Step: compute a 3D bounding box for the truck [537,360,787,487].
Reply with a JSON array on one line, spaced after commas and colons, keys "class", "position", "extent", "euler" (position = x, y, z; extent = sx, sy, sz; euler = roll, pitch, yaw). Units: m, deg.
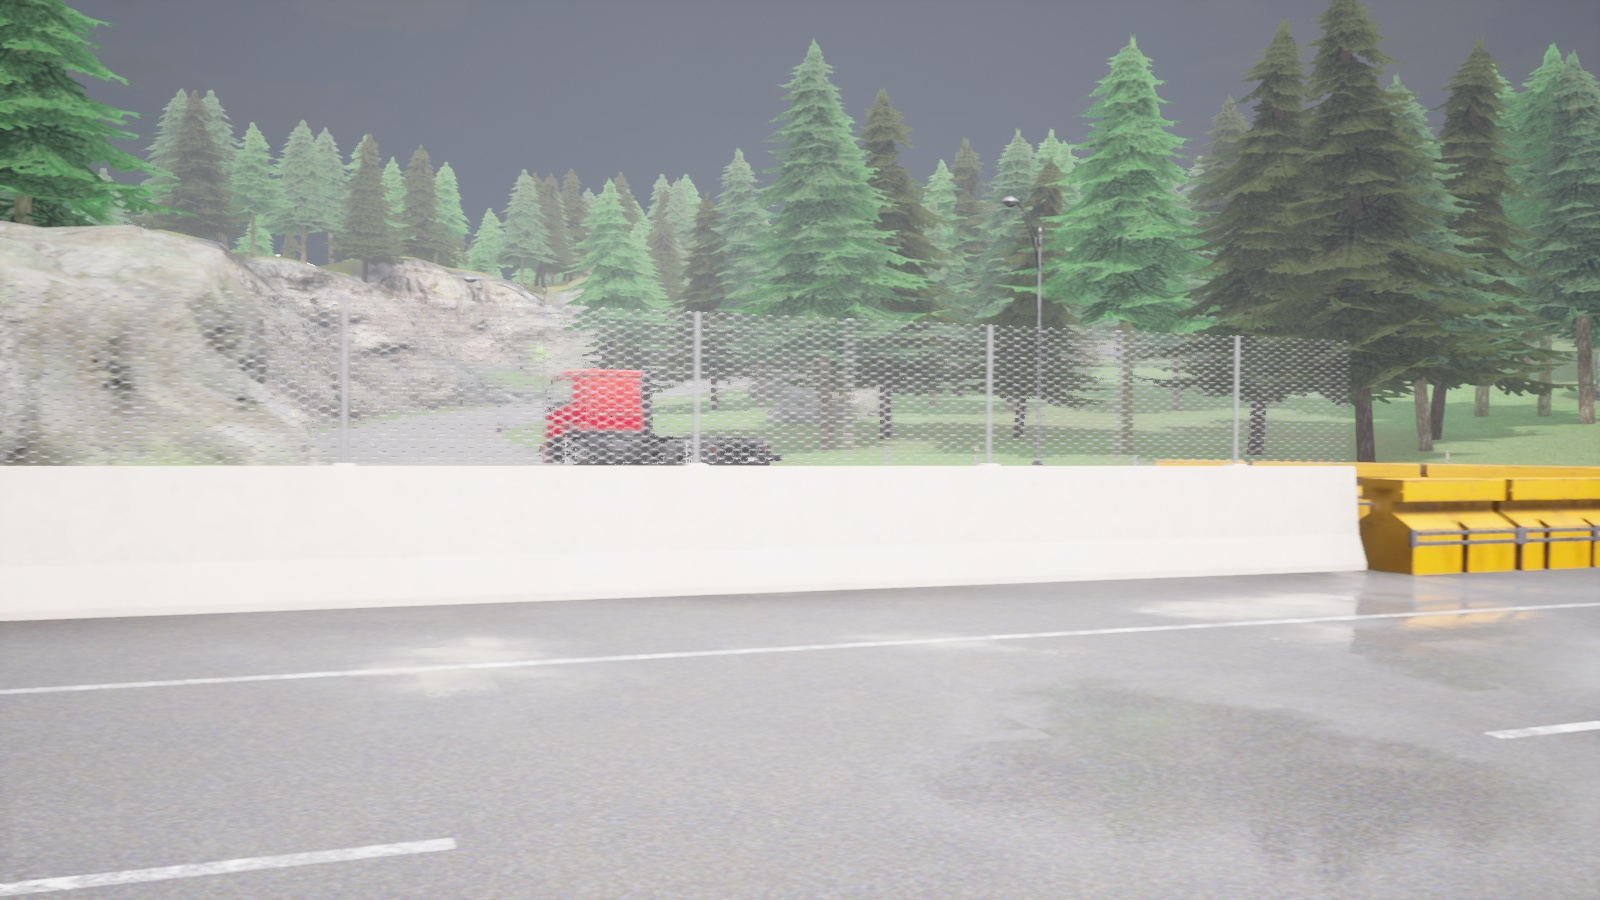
[{"class": "truck", "position": [-4.330, -0.756, 38.041], "extent": [7.936, 3.462, 2.891], "euler": [0, 1, 42]}]
